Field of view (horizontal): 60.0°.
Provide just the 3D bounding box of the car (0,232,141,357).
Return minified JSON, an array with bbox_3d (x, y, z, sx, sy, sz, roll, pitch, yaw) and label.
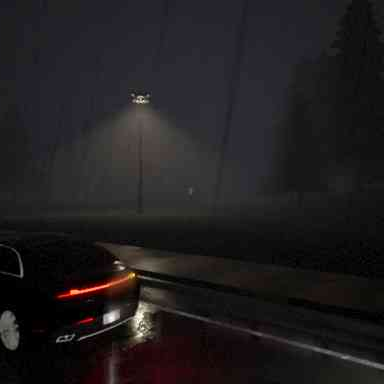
[{"bbox_3d":[-3.099,1.504,6.080,4.892,1.490,1.837,0,0,36],"label":"car"}]
